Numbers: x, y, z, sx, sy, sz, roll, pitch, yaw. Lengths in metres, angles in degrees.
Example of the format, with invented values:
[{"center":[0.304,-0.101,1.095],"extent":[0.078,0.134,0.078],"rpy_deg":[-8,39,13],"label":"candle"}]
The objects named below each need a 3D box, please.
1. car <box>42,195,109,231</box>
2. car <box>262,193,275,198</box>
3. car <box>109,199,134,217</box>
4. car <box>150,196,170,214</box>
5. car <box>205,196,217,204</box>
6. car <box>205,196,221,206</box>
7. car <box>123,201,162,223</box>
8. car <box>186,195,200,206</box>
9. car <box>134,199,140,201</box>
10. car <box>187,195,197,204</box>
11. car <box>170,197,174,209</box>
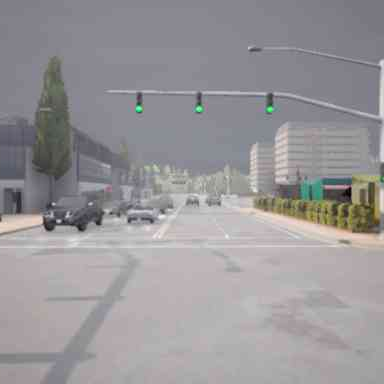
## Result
[{"center":[-7.109,1.196,20.597],"extent":[2.150,2.045,5.566],"rpy_deg":[0,0,1],"label":"car"},{"center":[17.801,1.068,72.084],"extent":[3.866,1.878,1.905],"rpy_deg":[0,0,-2],"label":"car"},{"center":[-7.094,1.454,30.486],"extent":[2.128,1.511,4.902],"rpy_deg":[0,0,0],"label":"car"},{"center":[-3.592,1.463,34.253],"extent":[1.837,1.490,4.892],"rpy_deg":[0,0,0],"label":"car"},{"center":[3.511,1.449,62.089],"extent":[1.812,1.442,4.674],"rpy_deg":[0,0,0],"label":"car"},{"center":[3.509,1.428,51.814],"extent":[2.128,1.511,4.902],"rpy_deg":[0,0,0],"label":"car"},{"center":[-3.596,1.570,24.938],"extent":[1.895,1.301,4.718],"rpy_deg":[0,0,0],"label":"car"},{"center":[0.106,1.288,52.299],"extent":[2.097,1.767,4.553],"rpy_deg":[0,0,0],"label":"car"},{"center":[-7.083,1.514,40.443],"extent":[1.994,1.385,4.181],"rpy_deg":[0,0,0],"label":"car"},{"center":[0.014,1.401,62.079],"extent":[1.882,1.535,5.008],"rpy_deg":[0,0,0],"label":"car"},{"center":[-3.576,1.298,44.116],"extent":[2.097,1.767,4.553],"rpy_deg":[0,0,0],"label":"car"}]
